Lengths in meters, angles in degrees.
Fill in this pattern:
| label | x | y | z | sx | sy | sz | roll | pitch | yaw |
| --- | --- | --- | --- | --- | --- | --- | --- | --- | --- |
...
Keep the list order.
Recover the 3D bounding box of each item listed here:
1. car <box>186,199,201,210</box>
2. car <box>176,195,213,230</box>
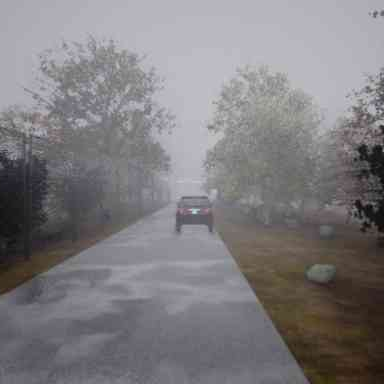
| label | x | y | z | sx | sy | sz | roll | pitch | yaw |
| --- | --- | --- | --- | --- | --- | --- | --- | --- | --- |
| car | 0.200 | 1.592 | 42.794 | 1.895 | 1.301 | 4.718 | 0 | 0 | 0 |
| car | 0.150 | 1.217 | 20.922 | 2.150 | 2.045 | 5.566 | 0 | 0 | 0 |
